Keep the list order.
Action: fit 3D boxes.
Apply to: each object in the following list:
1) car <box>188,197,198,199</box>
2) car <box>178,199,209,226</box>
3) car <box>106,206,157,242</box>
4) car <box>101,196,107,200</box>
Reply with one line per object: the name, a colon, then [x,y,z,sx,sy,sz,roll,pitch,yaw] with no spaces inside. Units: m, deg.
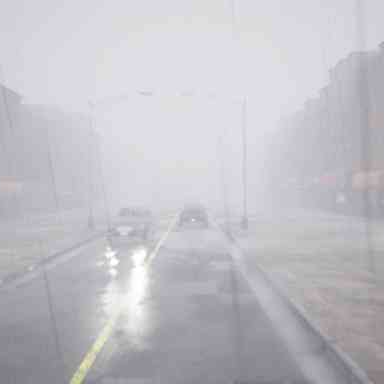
car: [0.104,1.365,42.279,2.033,1.411,5.357,0,1,0]
car: [0.087,1.482,22.949,1.837,1.490,4.892,0,0,0]
car: [-2.834,1.476,16.367,2.128,1.511,4.902,0,0,0]
car: [-20.377,1.024,70.453,4.507,1.381,1.887,-1,2,0]
